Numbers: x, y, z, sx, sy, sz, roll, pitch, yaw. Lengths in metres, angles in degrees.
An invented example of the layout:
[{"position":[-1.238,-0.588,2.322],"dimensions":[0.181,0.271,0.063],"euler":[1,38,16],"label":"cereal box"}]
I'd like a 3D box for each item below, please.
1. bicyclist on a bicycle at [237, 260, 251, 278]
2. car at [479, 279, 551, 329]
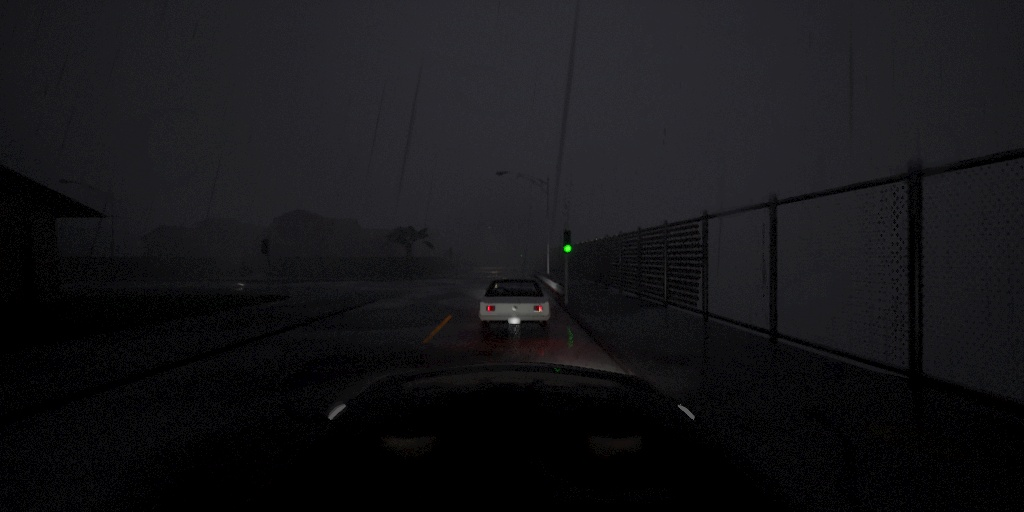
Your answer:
[{"position":[-24.091,1.203,32.285],"dimensions":[0.582,1.620,1.656],"euler":[0,0,0],"label":"bicyclist on a bicycle"},{"position":[0.071,1.383,11.427],"dimensions":[1.895,1.301,4.718],"euler":[0,0,0],"label":"car"}]
